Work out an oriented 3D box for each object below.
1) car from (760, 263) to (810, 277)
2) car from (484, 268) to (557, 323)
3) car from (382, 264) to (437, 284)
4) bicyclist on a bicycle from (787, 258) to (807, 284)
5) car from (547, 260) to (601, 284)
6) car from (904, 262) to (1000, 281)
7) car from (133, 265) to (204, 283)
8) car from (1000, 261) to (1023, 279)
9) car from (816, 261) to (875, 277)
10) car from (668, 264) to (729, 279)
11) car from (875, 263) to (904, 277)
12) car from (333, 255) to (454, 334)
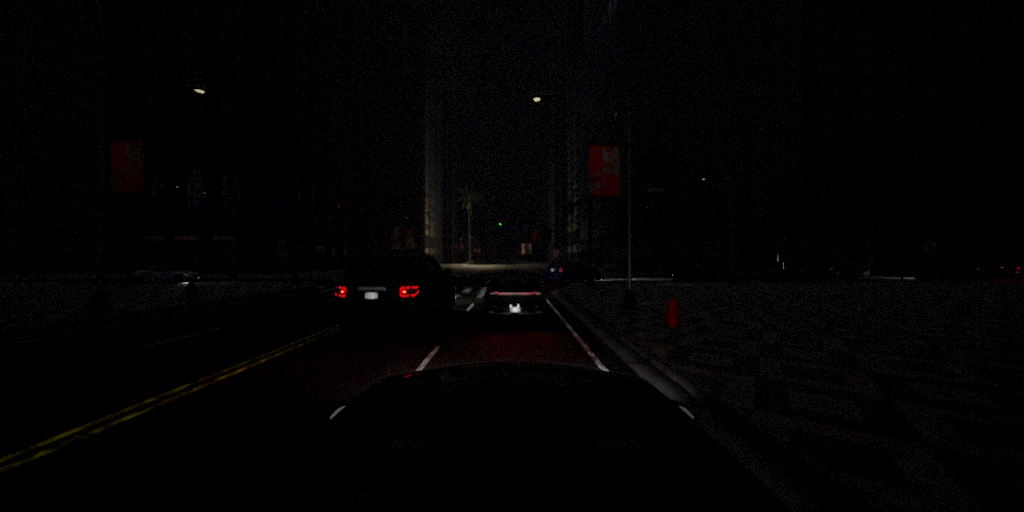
[{"bbox_3d":[26.423,1.353,34.754,4.207,1.307,1.802,0,0,-1],"label":"car"},{"bbox_3d":[0.086,1.256,12.213,2.128,1.511,4.902,0,0,0],"label":"car"},{"bbox_3d":[-8.212,1.348,28.535,4.674,1.442,1.812,0,-1,38],"label":"car"},{"bbox_3d":[18.366,0.973,23.137,0.582,1.620,1.656,0,-1,-1],"label":"bicyclist on a bicycle"},{"bbox_3d":[4.754,1.125,27.759,4.553,1.767,2.097,0,0,-35],"label":"car"},{"bbox_3d":[32.199,1.229,26.324,4.313,1.339,1.948,0,0,-1],"label":"car"},{"bbox_3d":[-26.830,1.439,28.024,4.674,1.442,1.812,0,-1,0],"label":"car"},{"bbox_3d":[42.750,1.159,29.132,4.902,1.511,2.128,0,-1,0],"label":"car"},{"bbox_3d":[32.061,1.195,34.849,4.097,1.591,1.967,0,0,-1],"label":"car"},{"bbox_3d":[16.456,1.374,31.837,4.718,1.301,1.895,0,-1,-1],"label":"car"},{"bbox_3d":[37.700,1.324,34.943,4.207,1.307,1.802,0,0,-1],"label":"car"},{"bbox_3d":[-3.160,0.983,10.735,2.150,2.045,5.566,0,0,0],"label":"car"}]
